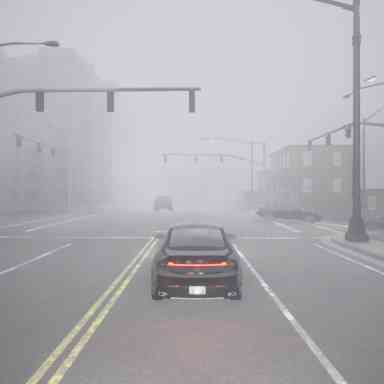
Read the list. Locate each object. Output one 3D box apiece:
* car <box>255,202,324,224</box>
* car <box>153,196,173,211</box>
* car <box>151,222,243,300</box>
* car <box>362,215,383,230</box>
[{"bbox_3d":[7.240,1.504,24.908,4.902,1.511,2.128,2,0,11],"label":"car"},{"bbox_3d":[-3.609,1.504,42.382,2.150,2.045,5.566,0,-5,0],"label":"car"},{"bbox_3d":[0.095,1.505,8.353,1.837,1.490,4.892,0,0,0],"label":"car"},{"bbox_3d":[16.051,2.655,28.237,4.181,1.385,1.994,8,0,0],"label":"car"}]
